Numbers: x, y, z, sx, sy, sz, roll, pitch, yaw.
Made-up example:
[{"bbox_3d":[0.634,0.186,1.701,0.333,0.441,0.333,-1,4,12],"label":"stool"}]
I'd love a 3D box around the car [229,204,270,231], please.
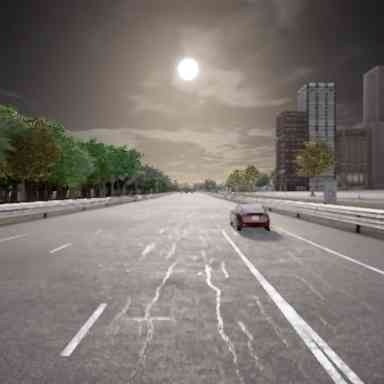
[{"bbox_3d":[3.507,1.491,20.716,2.163,1.488,4.792,0,0,0],"label":"car"}]
